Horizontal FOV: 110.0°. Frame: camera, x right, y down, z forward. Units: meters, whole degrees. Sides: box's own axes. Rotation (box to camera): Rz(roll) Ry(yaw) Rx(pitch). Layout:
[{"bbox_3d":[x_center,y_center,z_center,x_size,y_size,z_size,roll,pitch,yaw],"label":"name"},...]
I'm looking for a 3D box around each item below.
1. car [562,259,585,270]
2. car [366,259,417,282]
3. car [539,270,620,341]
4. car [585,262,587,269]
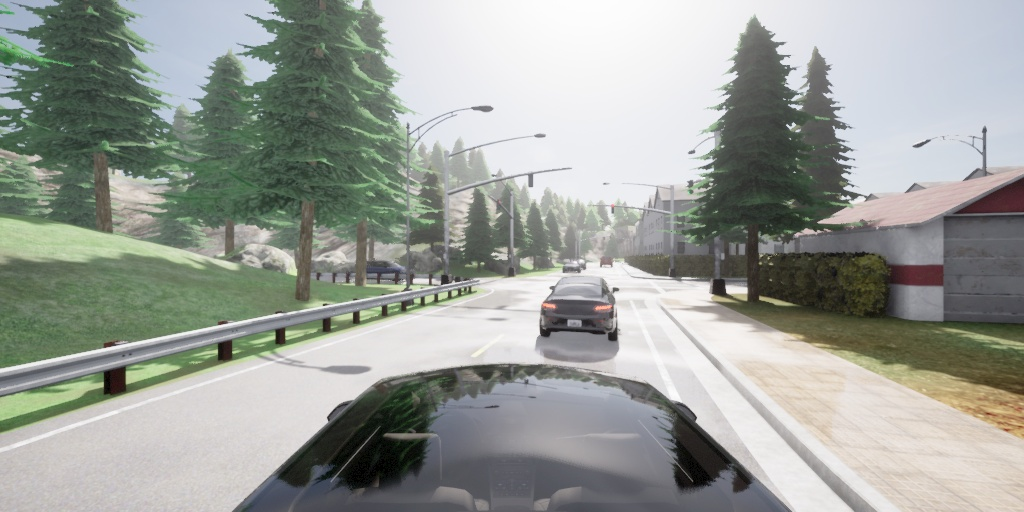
[{"bbox_3d":[7.270,1.312,43.184,1.994,1.385,4.181,0,0,15],"label":"car"},{"bbox_3d":[-9.869,1.116,28.534,4.553,1.767,2.097,0,0,15],"label":"car"},{"bbox_3d":[1.939,1.275,9.902,1.812,1.442,4.674,0,0,15],"label":"car"},{"bbox_3d":[9.956,1.239,52.873,2.128,1.511,4.902,0,0,16],"label":"car"}]
